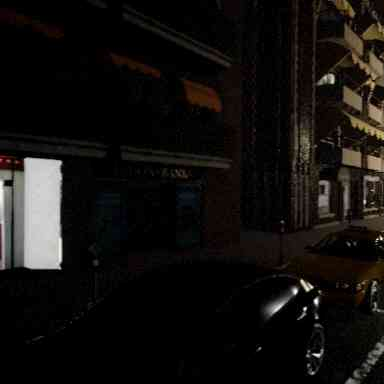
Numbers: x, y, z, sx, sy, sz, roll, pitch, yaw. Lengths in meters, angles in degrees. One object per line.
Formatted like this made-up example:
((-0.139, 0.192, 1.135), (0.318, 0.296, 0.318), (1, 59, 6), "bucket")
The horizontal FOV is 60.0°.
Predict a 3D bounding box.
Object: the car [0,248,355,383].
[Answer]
((-0.031, 1.526, 3.541), (1.947, 1.339, 4.313), (1, 1, 43), "car")

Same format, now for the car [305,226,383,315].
((3.674, 1.488, 7.578), (1.752, 1.417, 4.829), (1, 1, 43), "car")
